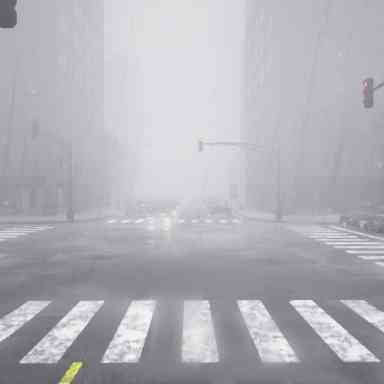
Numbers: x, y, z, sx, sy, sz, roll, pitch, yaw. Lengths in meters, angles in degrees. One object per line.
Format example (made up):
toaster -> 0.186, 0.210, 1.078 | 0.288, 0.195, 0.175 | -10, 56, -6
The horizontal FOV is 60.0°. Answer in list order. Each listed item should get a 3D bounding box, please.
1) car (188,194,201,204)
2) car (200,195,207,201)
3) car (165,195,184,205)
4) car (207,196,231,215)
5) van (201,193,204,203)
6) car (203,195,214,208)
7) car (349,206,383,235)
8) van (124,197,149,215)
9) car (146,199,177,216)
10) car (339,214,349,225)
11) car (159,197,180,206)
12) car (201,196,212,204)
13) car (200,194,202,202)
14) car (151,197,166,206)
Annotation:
car -> 0.299, 1.560, 63.812 | 1.812, 1.442, 4.674 | 0, 0, 0
car -> 3.090, 1.605, 90.100 | 1.947, 1.339, 4.313 | 0, 0, 0
car -> -2.832, 1.579, 55.154 | 2.033, 1.411, 5.357 | 0, 0, 0
car -> 2.821, 1.460, 33.407 | 1.967, 1.590, 4.097 | 0, 0, 0
van -> 2.928, 1.373, 56.084 | 1.690, 1.788, 3.998 | 0, 0, 0
car -> 2.875, 1.466, 44.745 | 1.967, 1.590, 4.097 | 0, 0, 0
car -> 11.353, 1.515, 17.459 | 4.902, 1.511, 2.128 | 0, 0, 0
van -> -5.705, 1.360, 33.446 | 1.690, 1.788, 3.998 | 0, 0, 0
car -> -2.947, 1.620, 33.220 | 1.895, 1.301, 4.718 | 0, 0, 3
car -> 12.142, 1.570, 20.738 | 5.357, 1.411, 2.033 | 0, 0, 0
car -> -2.899, 1.626, 43.204 | 1.895, 1.301, 4.718 | 0, 0, 0
car -> 2.983, 1.587, 67.423 | 2.008, 1.369, 4.403 | 0, 0, 0
car -> 2.956, 1.559, 61.923 | 1.752, 1.417, 4.829 | 0, 0, 0
car -> -5.597, 1.598, 56.119 | 1.947, 1.339, 4.313 | 0, 0, 0
